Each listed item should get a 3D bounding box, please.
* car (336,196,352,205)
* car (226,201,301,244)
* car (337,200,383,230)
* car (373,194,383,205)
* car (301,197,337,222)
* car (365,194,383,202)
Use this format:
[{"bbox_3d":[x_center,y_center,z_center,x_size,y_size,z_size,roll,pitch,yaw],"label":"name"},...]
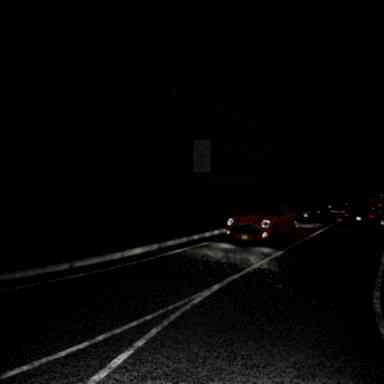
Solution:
[{"bbox_3d":[16.634,1.173,36.939,1.882,1.535,5.008,1,1,32],"label":"car"},{"bbox_3d":[3.337,1.265,15.573,2.097,1.767,4.553,1,1,32],"label":"car"},{"bbox_3d":[10.495,1.458,20.521,1.994,1.385,4.181,1,1,32],"label":"car"},{"bbox_3d":[27.582,1.060,48.380,1.882,1.535,5.008,1,1,31],"label":"car"},{"bbox_3d":[9.023,1.313,24.697,2.128,1.511,4.902,1,1,32],"label":"car"},{"bbox_3d":[17.180,1.262,31.314,1.882,1.535,5.008,1,1,32],"label":"car"}]
